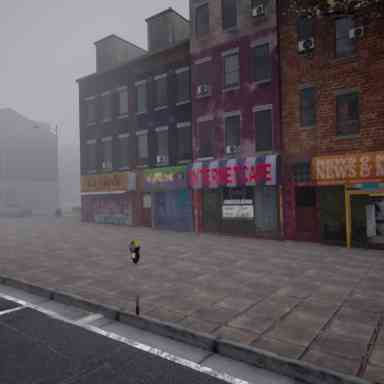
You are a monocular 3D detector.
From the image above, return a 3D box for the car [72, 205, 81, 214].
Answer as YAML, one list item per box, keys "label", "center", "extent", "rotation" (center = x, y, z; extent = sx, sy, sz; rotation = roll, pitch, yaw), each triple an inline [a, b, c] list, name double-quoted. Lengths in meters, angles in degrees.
- label: "car"
  center: [-10.550, 1.609, 36.844]
  extent: [2.033, 1.411, 5.357]
  rotation: [-2, -1, 35]

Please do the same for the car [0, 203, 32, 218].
- label: "car"
  center: [-16.226, 1.631, 28.949]
  extent: [1.994, 1.385, 4.181]
  rotation: [-2, -1, 36]
